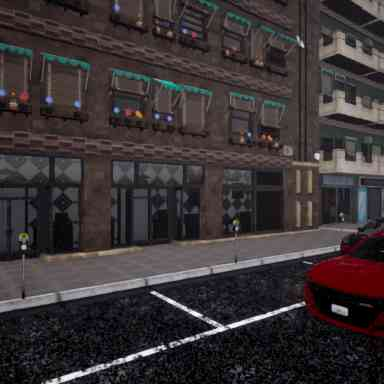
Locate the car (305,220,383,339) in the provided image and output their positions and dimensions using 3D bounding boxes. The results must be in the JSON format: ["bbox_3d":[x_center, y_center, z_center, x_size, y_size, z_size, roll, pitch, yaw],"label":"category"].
[{"bbox_3d":[4.228,1.477,6.385,5.008,1.535,1.882,0,0,-35],"label":"car"}]

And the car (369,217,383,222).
[{"bbox_3d":[6.976,1.565,11.518,4.313,1.339,1.947,0,0,-35],"label":"car"}]
